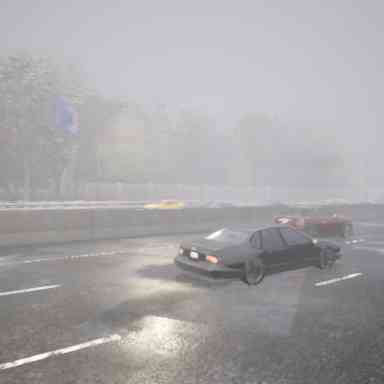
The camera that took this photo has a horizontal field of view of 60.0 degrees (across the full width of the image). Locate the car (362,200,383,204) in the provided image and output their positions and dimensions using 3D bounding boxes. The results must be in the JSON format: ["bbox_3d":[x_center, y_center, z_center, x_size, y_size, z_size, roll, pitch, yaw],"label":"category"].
[{"bbox_3d":[27.856,2.037,49.558,4.718,1.301,1.895,1,0,-35],"label":"car"}]

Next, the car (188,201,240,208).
[{"bbox_3d":[2.664,1.701,31.691,5.357,1.411,2.033,1,0,-35],"label":"car"}]

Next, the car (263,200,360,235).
[{"bbox_3d":[6.061,1.458,16.675,4.553,1.767,2.097,1,0,-36],"label":"car"}]

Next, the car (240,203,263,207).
[{"bbox_3d":[7.047,1.682,30.515,4.892,1.490,1.837,1,0,-35],"label":"car"}]

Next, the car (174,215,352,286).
[{"bbox_3d":[2.105,1.598,9.549,5.357,1.411,2.033,1,0,-35],"label":"car"}]

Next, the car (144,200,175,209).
[{"bbox_3d":[-2.884,1.616,36.328,5.008,1.535,1.882,1,0,-35],"label":"car"}]

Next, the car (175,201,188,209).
[{"bbox_3d":[1.147,1.650,34.904,4.902,1.511,2.128,1,0,-35],"label":"car"}]

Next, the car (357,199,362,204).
[{"bbox_3d":[26.524,1.924,52.917,5.008,1.535,1.882,-1,1,-35],"label":"car"}]
